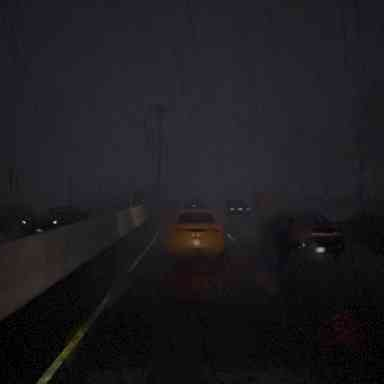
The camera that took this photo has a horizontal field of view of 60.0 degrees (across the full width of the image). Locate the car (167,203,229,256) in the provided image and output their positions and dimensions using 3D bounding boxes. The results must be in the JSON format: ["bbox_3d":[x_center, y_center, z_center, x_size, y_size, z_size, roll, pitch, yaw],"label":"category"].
[{"bbox_3d":[0.141,1.381,12.682,1.882,1.535,5.008,0,0,0],"label":"car"}]

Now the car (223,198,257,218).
[{"bbox_3d":[3.708,1.338,27.965,2.033,1.411,5.357,0,0,0],"label":"car"}]

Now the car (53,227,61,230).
[{"bbox_3d":[-7.034,1.462,17.486,1.895,1.301,4.718,0,0,0],"label":"car"}]

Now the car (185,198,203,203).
[{"bbox_3d":[0.188,1.307,33.886,1.994,1.385,4.181,0,0,0],"label":"car"}]

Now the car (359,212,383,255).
[{"bbox_3d":[7.145,1.456,12.757,2.033,1.411,5.357,0,0,0],"label":"car"}]

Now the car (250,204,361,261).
[{"bbox_3d":[3.637,1.403,11.814,2.128,1.511,4.902,0,0,0],"label":"car"}]

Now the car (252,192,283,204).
[{"bbox_3d":[7.207,0.981,32.406,2.150,2.045,5.566,0,0,0],"label":"car"}]
